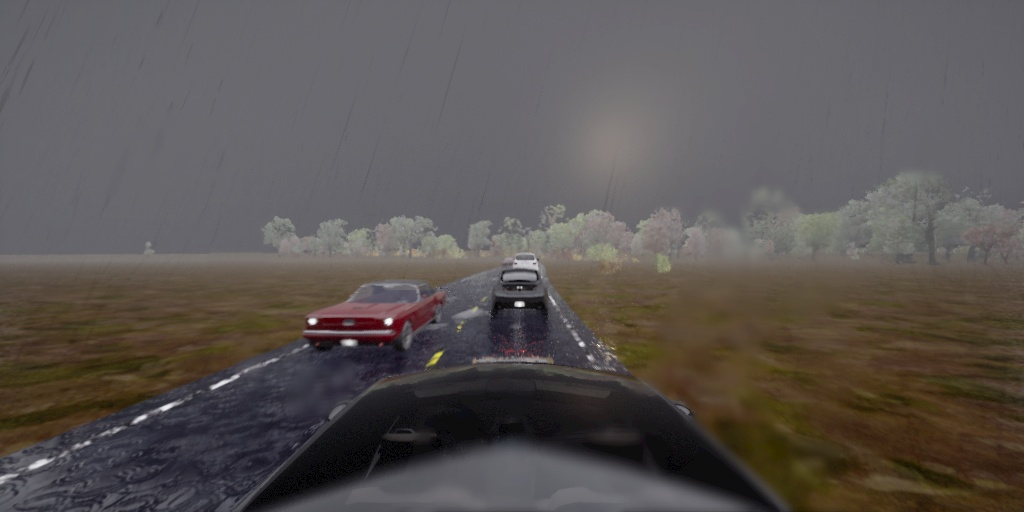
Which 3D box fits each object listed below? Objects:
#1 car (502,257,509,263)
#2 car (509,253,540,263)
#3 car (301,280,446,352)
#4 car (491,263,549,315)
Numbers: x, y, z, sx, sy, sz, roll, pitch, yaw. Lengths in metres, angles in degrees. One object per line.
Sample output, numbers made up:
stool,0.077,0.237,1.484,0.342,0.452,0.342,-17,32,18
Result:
car,-0.347,0.915,51.178,1.882,1.535,5.008,0,0,5
car,1.257,0.782,32.226,2.150,2.045,5.566,0,0,4
car,-3.008,1.301,8.905,1.895,1.301,4.718,0,0,1
car,0.296,1.184,13.154,1.837,1.490,4.892,0,0,2
